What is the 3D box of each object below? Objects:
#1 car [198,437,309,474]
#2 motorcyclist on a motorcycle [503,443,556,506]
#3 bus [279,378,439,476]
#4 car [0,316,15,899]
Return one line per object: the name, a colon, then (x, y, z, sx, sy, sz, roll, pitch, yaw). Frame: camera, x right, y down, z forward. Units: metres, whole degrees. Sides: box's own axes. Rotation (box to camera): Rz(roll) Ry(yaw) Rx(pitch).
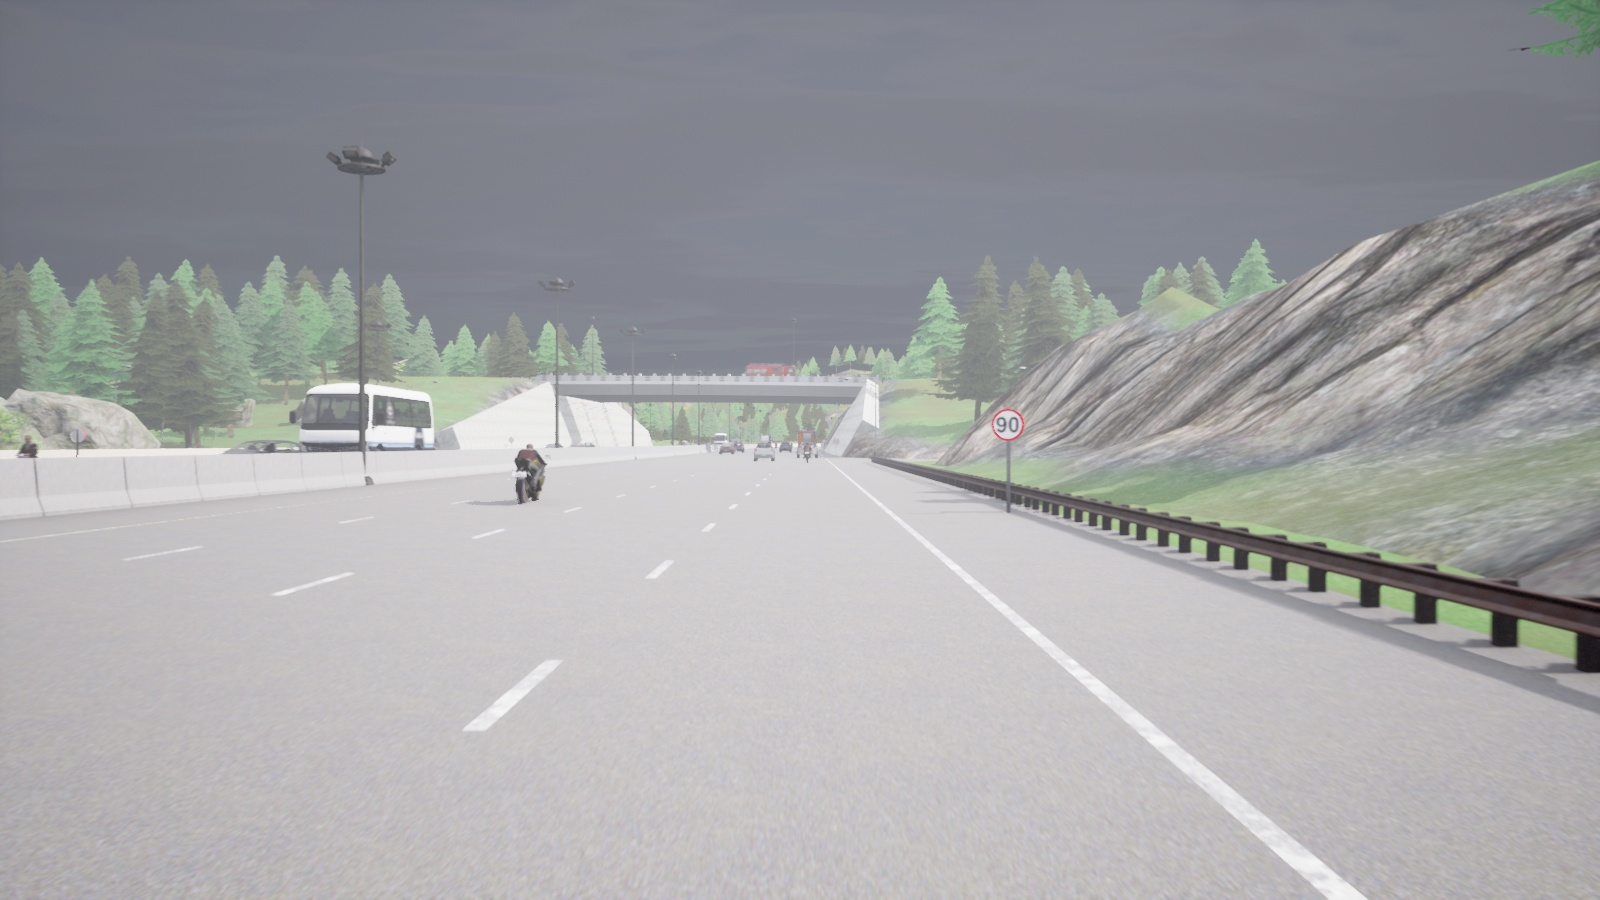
car: (-25.443, 0.242, 58.661, 2.242, 1.667, 4.611, 0, 0, 18)
motorcyclist on a motorcycle: (-6.804, 0.597, 31.688, 0.866, 1.530, 2.191, 0, 0, 0)
bus: (-20.644, -0.983, 59.763, 3.944, 4.253, 10.273, 0, 0, 0)
car: (-3.473, 0.528, 2.081, 1.905, 1.878, 3.866, 0, 0, 0)
